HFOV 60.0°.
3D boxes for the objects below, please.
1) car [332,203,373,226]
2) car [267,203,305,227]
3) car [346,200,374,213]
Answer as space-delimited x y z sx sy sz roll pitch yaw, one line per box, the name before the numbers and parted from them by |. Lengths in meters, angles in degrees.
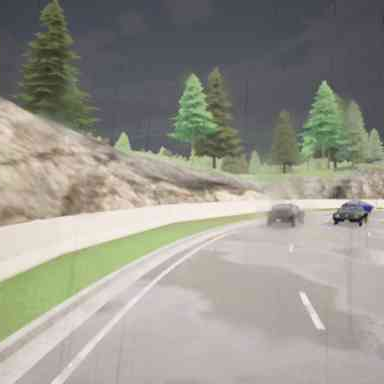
car | 11.831 1.707 24.594 1.895 1.301 4.718 0 0 34
car | 6.649 1.565 23.251 1.837 1.490 4.892 0 0 29
car | 18.403 1.643 36.885 5.008 1.535 1.882 0 0 -40
